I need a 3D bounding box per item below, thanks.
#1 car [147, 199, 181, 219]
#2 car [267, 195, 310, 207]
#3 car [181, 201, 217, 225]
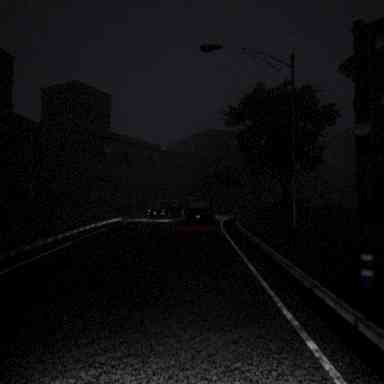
[{"bbox_3d":[-2.112,1.391,28.277,1.837,1.490,4.892,-2,0,20],"label":"car"},{"bbox_3d":[11.447,1.050,39.419,5.357,1.411,2.033,-2,-1,-29],"label":"car"},{"bbox_3d":[0.680,1.366,23.487,1.882,1.535,5.008,-1,1,7],"label":"car"}]
